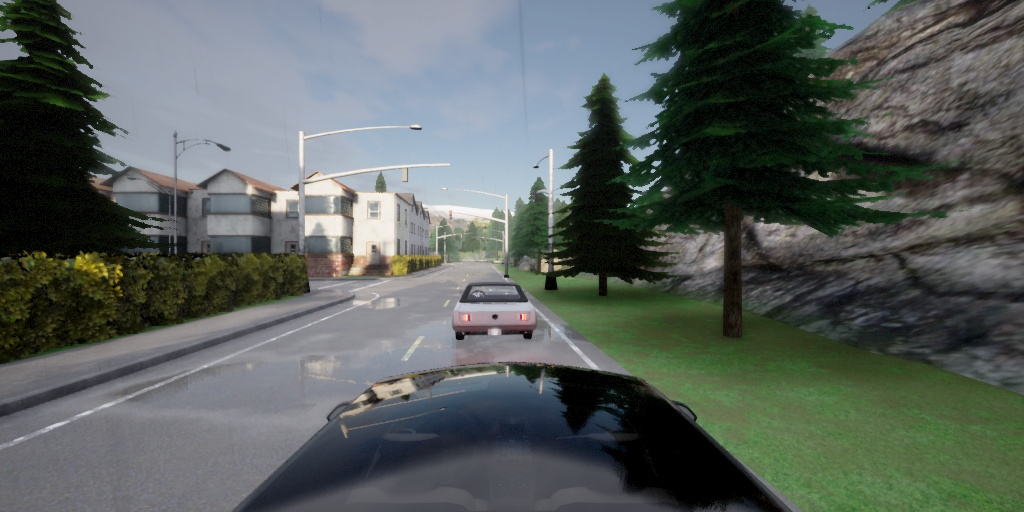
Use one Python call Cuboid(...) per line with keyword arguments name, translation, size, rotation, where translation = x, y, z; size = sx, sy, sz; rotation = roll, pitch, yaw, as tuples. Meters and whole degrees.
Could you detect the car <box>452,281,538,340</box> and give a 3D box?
Cuboid(name="car", translation=(-0.526, 1.351, 9.953), size=(1.895, 1.301, 4.718), rotation=(0, 0, -4))
